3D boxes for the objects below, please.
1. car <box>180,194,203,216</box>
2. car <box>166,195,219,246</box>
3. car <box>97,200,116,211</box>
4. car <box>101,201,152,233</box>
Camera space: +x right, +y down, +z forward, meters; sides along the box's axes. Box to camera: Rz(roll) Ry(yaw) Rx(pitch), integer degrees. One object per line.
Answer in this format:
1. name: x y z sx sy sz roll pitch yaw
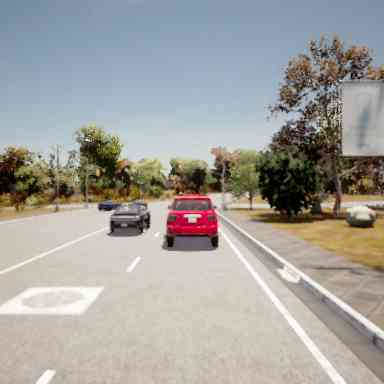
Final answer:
1. car: -0.027 1.282 34.070 2.150 2.045 5.566 0 0 0
2. car: 0.015 1.212 15.481 2.150 2.045 5.566 0 -1 0
3. car: -10.520 1.714 42.419 1.895 1.301 4.718 0 0 2
4. car: -3.507 1.498 19.555 2.128 1.511 4.902 0 0 0
